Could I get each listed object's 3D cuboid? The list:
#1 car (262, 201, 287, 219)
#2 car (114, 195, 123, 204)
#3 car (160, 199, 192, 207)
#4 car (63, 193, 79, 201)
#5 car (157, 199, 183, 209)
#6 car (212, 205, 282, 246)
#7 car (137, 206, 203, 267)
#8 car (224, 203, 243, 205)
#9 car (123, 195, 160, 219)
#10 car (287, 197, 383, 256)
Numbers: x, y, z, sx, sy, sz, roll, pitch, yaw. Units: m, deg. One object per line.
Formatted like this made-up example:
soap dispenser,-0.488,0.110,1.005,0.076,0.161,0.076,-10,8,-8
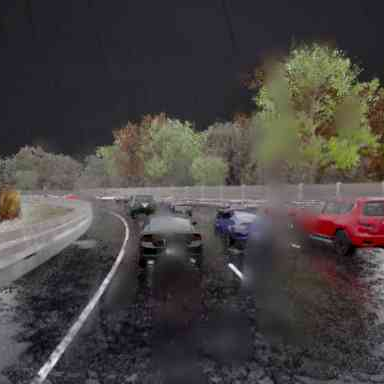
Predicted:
car,7.779,1.524,29.594,1.994,1.385,4.181,0,0,-36
car,-13.204,1.397,63.721,2.097,1.767,4.553,0,0,-36
car,-1.395,1.506,31.188,2.128,1.511,4.902,0,0,-17
car,-30.319,1.363,83.380,2.150,2.045,5.566,0,0,-45
car,-3.163,1.605,46.053,1.895,1.301,4.718,0,0,-27
car,2.205,1.522,15.244,1.812,1.442,4.674,0,0,-8
car,-0.828,1.484,11.549,1.882,1.535,5.008,0,0,-7
car,3.331,1.560,27.227,1.994,1.385,4.181,0,0,-14
car,-4.673,1.249,30.135,2.150,2.045,5.566,0,0,-17
car,6.039,1.204,13.196,2.150,2.045,5.566,0,0,-7
